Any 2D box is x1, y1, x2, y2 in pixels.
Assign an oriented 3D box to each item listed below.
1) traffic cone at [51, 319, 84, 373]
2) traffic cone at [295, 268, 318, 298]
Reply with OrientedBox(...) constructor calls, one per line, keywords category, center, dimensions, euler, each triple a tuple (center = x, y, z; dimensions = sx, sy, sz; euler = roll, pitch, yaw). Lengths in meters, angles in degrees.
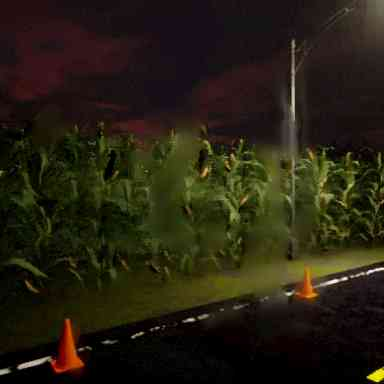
OrientedBox(category="traffic cone", center=(-1.629, 1.951, 4.337), dimensions=(0.340, 0.580, 0.340), euler=(0, 0, -35))
OrientedBox(category="traffic cone", center=(2.489, 1.939, 7.220), dimensions=(0.340, 0.580, 0.340), euler=(0, 0, -35))
